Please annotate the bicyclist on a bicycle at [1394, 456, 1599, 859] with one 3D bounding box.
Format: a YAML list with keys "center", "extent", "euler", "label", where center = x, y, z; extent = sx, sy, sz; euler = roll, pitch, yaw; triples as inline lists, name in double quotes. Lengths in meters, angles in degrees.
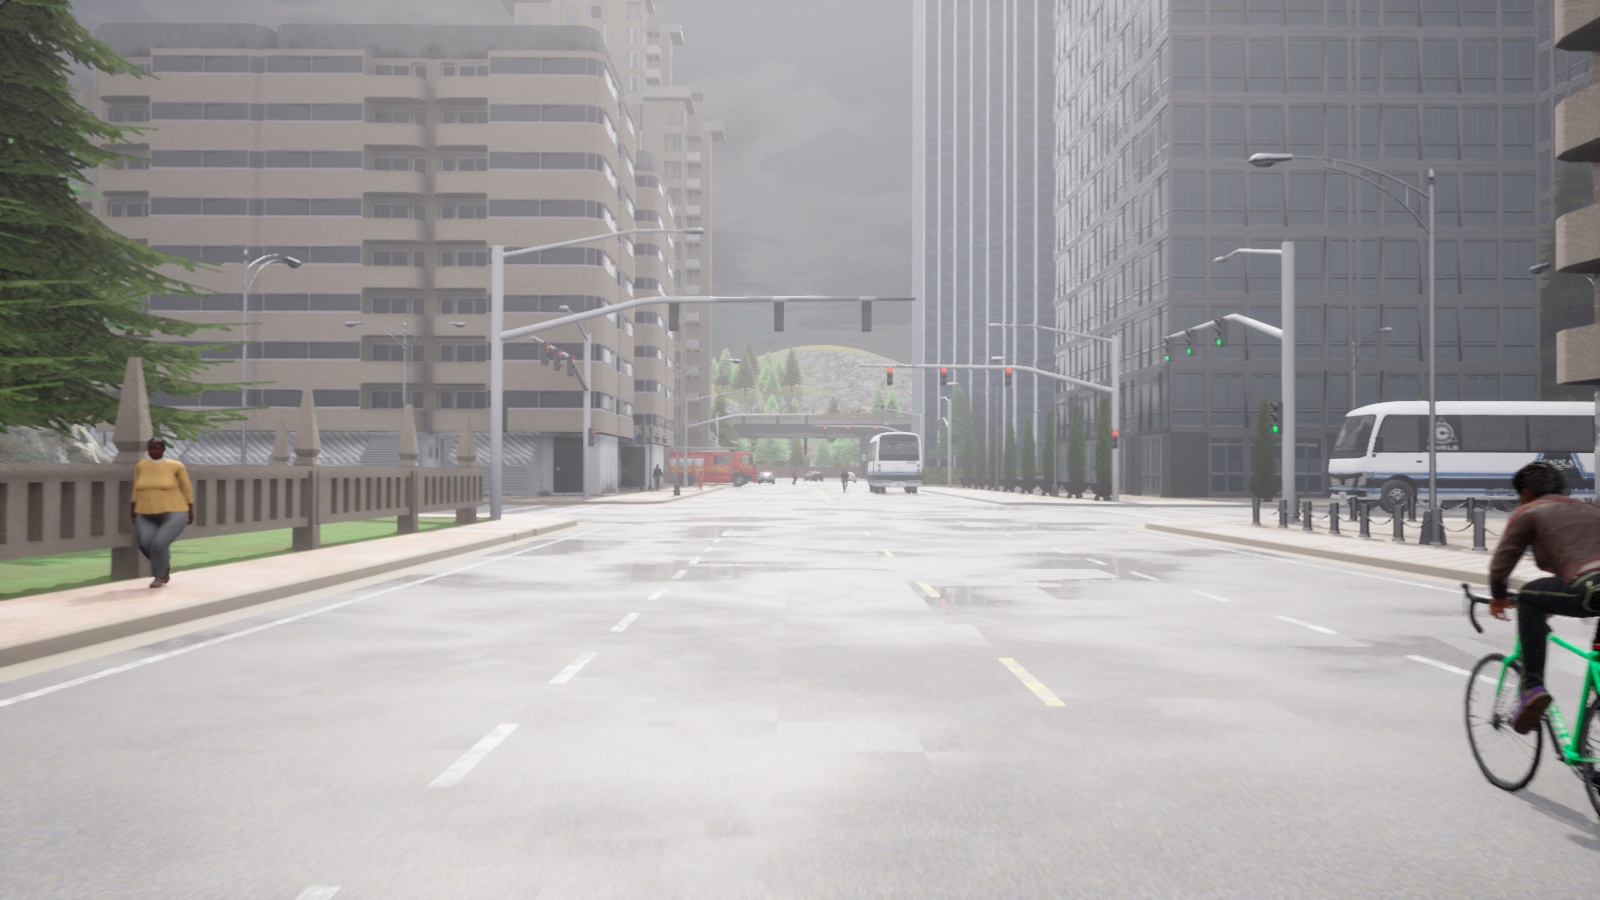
- center: [3.486, 0.852, 5.902]
  extent: [0.582, 1.620, 1.656]
  euler: [0, -1, 0]
  label: "bicyclist on a bicycle"

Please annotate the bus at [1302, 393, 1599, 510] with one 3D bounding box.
- center: [25.110, 0.085, 47.967]
  extent: [10.273, 4.253, 3.944]
  euler: [0, -1, 0]
  label: "bus"

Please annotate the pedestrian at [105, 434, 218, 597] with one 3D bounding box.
- center: [-7.465, 0.750, 14.733]
  extent: [0.874, 1.855, 0.900]
  euler: [0, -1, -2]
  label: "pedestrian"

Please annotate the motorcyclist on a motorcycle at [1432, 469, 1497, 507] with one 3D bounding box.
- center: [27.217, 1.546, 51.436]
  extent: [2.191, 1.530, 0.866]
  euler: [0, -1, 0]
  label: "motorcyclist on a motorcycle"

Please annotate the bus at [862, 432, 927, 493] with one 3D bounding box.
- center: [6.775, 0.947, 91.744]
  extent: [3.944, 4.253, 10.273]
  euler: [0, -1, 0]
  label: "bus"
